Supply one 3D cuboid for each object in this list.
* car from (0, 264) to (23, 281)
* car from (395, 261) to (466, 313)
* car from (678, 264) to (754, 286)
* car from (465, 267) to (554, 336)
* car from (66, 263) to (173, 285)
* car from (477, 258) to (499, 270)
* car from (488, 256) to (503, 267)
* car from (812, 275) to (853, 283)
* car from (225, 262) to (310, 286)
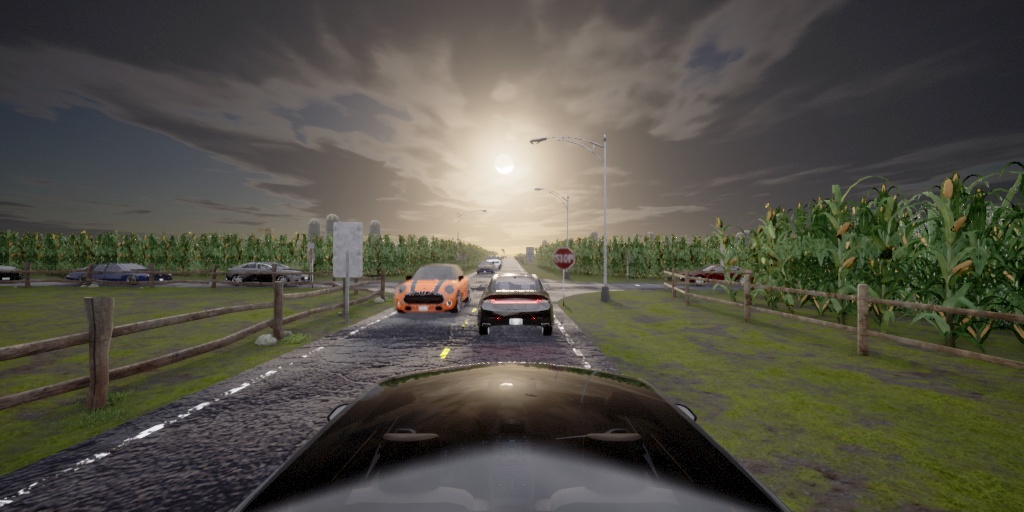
[{"bbox_3d":[-35.258,0.899,23.448,4.553,1.767,2.097,0,-1,0],"label":"car"},{"bbox_3d":[-2.864,1.102,13.809,2.097,1.767,4.553,0,0,0],"label":"car"},{"bbox_3d":[14.723,1.346,25.959,5.008,1.535,1.882,0,-1,1],"label":"car"},{"bbox_3d":[0.088,1.242,10.384,2.128,1.511,4.902,0,0,0],"label":"car"},{"bbox_3d":[-25.477,1.144,23.353,5.357,1.411,2.033,0,-1,0],"label":"car"},{"bbox_3d":[-2.898,1.287,40.853,2.033,1.411,5.357,0,0,0],"label":"car"},{"bbox_3d":[-2.894,0.953,55.720,2.150,2.045,5.566,0,0,0],"label":"car"},{"bbox_3d":[24.187,1.439,25.874,4.892,1.490,1.837,0,-1,0],"label":"car"},{"bbox_3d":[-15.730,1.141,23.229,4.902,1.511,2.128,0,-1,2],"label":"car"}]
